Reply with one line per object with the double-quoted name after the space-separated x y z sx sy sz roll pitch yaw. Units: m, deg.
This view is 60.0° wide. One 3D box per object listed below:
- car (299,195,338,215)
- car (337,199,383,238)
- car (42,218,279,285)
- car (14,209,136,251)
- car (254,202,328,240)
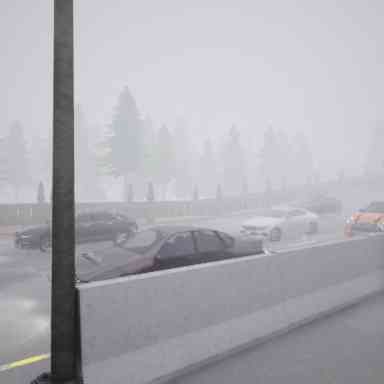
9.102 1.035 24.257 4.902 1.511 2.128 -4 3 -37 "car"
9.042 1.170 15.390 4.553 1.767 2.097 -3 2 -37 "car"
-0.468 1.547 8.077 5.357 1.411 2.033 0 0 -38 "car"
-4.586 1.507 13.742 4.892 1.490 1.837 0 0 -38 "car"
4.367 1.450 16.204 4.674 1.442 1.812 -2 1 -37 "car"
